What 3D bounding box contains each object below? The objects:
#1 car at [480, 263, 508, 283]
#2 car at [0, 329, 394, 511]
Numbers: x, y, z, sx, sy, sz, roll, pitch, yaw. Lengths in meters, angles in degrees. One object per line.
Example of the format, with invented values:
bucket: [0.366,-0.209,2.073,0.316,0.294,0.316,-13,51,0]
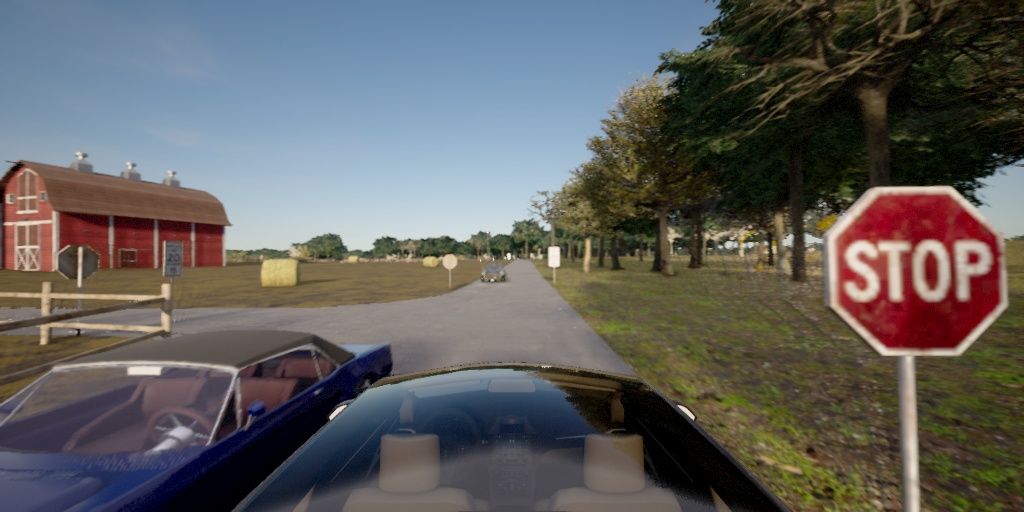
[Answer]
car: [-1.523,1.419,31.540,2.097,1.767,4.553,0,0,2]
car: [-2.632,1.379,2.706,1.895,1.301,4.718,-1,0,2]
